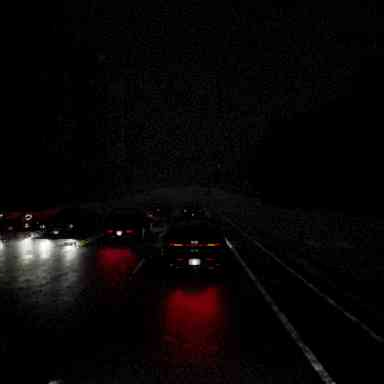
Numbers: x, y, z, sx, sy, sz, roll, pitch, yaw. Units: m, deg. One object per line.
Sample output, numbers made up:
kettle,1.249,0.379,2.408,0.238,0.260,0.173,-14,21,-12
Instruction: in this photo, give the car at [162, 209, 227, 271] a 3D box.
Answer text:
car,0.076,1.529,10.941,1.837,1.490,4.892,0,0,0

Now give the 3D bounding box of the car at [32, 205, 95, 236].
car,-6.603,1.586,18.799,2.033,1.411,5.357,0,0,0

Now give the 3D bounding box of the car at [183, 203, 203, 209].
car,0.088,1.639,30.654,1.895,1.301,4.718,0,0,0

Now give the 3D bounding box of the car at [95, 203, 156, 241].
car,-3.159,1.540,16.886,1.837,1.490,4.892,0,0,0

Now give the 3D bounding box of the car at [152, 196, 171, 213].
car,-3.161,1.512,33.644,1.882,1.535,5.008,0,0,0

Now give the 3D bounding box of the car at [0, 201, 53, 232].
car,-9.853,1.393,20.305,2.097,1.767,4.553,0,0,0

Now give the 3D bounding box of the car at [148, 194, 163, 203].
car,-6.511,1.077,59.579,2.128,1.511,4.902,0,0,0
